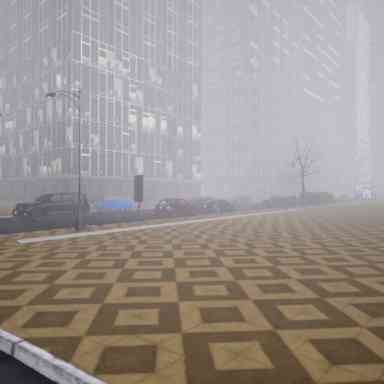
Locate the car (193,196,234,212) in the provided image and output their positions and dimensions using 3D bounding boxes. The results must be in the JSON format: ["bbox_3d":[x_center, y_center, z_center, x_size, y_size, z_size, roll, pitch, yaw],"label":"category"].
[{"bbox_3d":[2.363,1.224,35.375,1.837,1.490,4.892,0,1,41],"label":"car"}]

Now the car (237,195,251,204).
[{"bbox_3d":[7.211,1.147,49.941,1.947,1.339,4.313,1,1,41],"label":"car"}]

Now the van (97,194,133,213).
[{"bbox_3d":[-7.665,1.106,32.723,1.690,1.788,3.998,1,1,41],"label":"van"}]

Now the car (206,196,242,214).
[{"bbox_3d":[2.530,1.319,31.467,1.947,1.339,4.313,1,1,41],"label":"car"}]

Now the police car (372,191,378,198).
[{"bbox_3d":[43.132,0.672,79.562,1.930,1.638,5.238,0,1,41],"label":"police car"}]

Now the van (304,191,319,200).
[{"bbox_3d":[25.698,0.694,71.557,1.690,1.788,3.998,1,1,41],"label":"van"}]

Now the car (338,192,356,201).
[{"bbox_3d":[28.468,0.956,61.904,1.752,1.417,4.829,1,1,41],"label":"car"}]

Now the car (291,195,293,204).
[{"bbox_3d":[15.189,1.108,50.392,2.033,1.411,5.357,0,1,41],"label":"car"}]

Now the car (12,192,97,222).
[{"bbox_3d":[-10.478,1.058,25.273,2.150,2.045,5.566,0,1,41],"label":"car"}]

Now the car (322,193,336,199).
[{"bbox_3d":[33.091,0.828,80.208,1.947,1.339,4.313,1,1,41],"label":"car"}]

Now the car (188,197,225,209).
[{"bbox_3d":[1.819,1.284,39.645,1.895,1.301,4.718,0,1,41],"label":"car"}]

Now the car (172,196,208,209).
[{"bbox_3d":[-0.188,1.218,41.300,1.887,1.381,4.507,1,1,41],"label":"car"}]

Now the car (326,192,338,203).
[{"bbox_3d":[20.964,0.839,53.124,2.192,1.841,5.009,1,1,41],"label":"car"}]

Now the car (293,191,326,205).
[{"bbox_3d":[17.267,0.885,48.800,2.192,1.841,5.009,1,1,41],"label":"car"}]

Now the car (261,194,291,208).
[{"bbox_3d":[9.872,1.243,40.157,1.802,1.307,4.206,1,1,41],"label":"car"}]

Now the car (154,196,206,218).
[{"bbox_3d":[-1.124,1.240,27.106,1.967,1.590,4.097,1,1,41],"label":"car"}]

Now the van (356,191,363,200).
[{"bbox_3d":[35.752,0.682,70.420,1.690,1.788,3.998,1,1,41],"label":"van"}]

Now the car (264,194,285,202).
[{"bbox_3d":[14.606,1.056,58.589,1.947,1.339,4.313,1,1,41],"label":"car"}]
